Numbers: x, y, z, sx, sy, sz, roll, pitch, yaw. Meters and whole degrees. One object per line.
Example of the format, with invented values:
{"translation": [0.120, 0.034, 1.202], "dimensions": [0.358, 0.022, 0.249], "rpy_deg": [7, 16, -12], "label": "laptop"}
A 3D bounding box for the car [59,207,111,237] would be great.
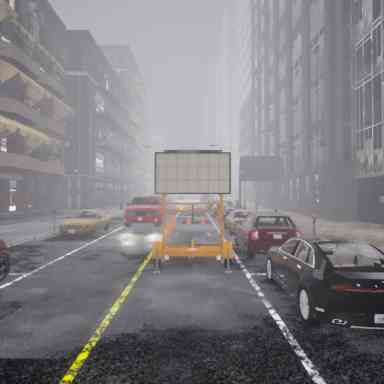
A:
{"translation": [-5.640, 1.530, 18.025], "dimensions": [1.752, 1.417, 4.829], "rpy_deg": [1, 0, 0], "label": "car"}

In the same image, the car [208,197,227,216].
{"translation": [2.766, 1.445, 29.478], "dimensions": [1.967, 1.590, 4.097], "rpy_deg": [1, 0, 0], "label": "car"}

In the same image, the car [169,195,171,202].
{"translation": [-5.545, 1.559, 63.407], "dimensions": [1.947, 1.339, 4.313], "rpy_deg": [1, 0, 0], "label": "car"}

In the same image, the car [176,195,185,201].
{"translation": [-2.821, 1.486, 84.731], "dimensions": [1.837, 1.490, 4.892], "rpy_deg": [0, 0, 0], "label": "car"}

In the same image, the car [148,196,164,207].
{"translation": [-5.567, 1.437, 52.104], "dimensions": [1.967, 1.590, 4.097], "rpy_deg": [1, 0, 0], "label": "car"}

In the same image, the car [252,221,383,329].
{"translation": [2.716, 1.553, 6.872], "dimensions": [2.008, 1.369, 4.403], "rpy_deg": [1, 0, 0], "label": "car"}

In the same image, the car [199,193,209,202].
{"translation": [2.875, 1.298, 80.342], "dimensions": [2.192, 1.841, 5.009], "rpy_deg": [1, 0, 0], "label": "car"}

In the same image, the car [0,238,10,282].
{"translation": [-5.662, 1.442, 6.891], "dimensions": [1.967, 1.590, 4.097], "rpy_deg": [1, 0, 0], "label": "car"}

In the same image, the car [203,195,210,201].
{"translation": [2.801, 1.525, 46.604], "dimensions": [1.752, 1.417, 4.829], "rpy_deg": [1, 0, 0], "label": "car"}

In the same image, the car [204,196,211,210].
{"translation": [2.788, 1.567, 40.783], "dimensions": [1.947, 1.339, 4.313], "rpy_deg": [1, 0, 0], "label": "car"}

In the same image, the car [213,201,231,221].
{"translation": [2.751, 1.587, 23.828], "dimensions": [1.802, 1.307, 4.206], "rpy_deg": [1, 0, 0], "label": "car"}

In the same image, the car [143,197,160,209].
{"translation": [-5.580, 1.525, 46.283], "dimensions": [1.752, 1.417, 4.829], "rpy_deg": [1, 0, 0], "label": "car"}

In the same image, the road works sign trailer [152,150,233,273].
{"translation": [0.023, 0.467, 10.642], "dimensions": [2.380, 3.560, 2.880], "rpy_deg": [0, 0, 0], "label": "road works sign trailer"}

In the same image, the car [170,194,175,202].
{"translation": [-5.520, 1.532, 74.711], "dimensions": [1.887, 1.381, 4.507], "rpy_deg": [1, 0, 0], "label": "car"}

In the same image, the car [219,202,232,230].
{"translation": [2.741, 1.530, 18.346], "dimensions": [1.752, 1.417, 4.829], "rpy_deg": [1, 0, 0], "label": "car"}

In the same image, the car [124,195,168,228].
{"translation": [-3.053, 1.226, 22.378], "dimensions": [2.150, 2.045, 5.566], "rpy_deg": [0, 0, 0], "label": "car"}

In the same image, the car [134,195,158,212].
{"translation": [-5.588, 1.316, 40.802], "dimensions": [2.192, 1.841, 5.009], "rpy_deg": [1, 0, 0], "label": "car"}

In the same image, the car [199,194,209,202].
{"translation": [2.851, 1.305, 69.039], "dimensions": [2.192, 1.841, 5.009], "rpy_deg": [1, 0, 0], "label": "car"}

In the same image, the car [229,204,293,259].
{"translation": [2.730, 1.444, 12.525], "dimensions": [1.967, 1.590, 4.097], "rpy_deg": [1, 0, 0], "label": "car"}
